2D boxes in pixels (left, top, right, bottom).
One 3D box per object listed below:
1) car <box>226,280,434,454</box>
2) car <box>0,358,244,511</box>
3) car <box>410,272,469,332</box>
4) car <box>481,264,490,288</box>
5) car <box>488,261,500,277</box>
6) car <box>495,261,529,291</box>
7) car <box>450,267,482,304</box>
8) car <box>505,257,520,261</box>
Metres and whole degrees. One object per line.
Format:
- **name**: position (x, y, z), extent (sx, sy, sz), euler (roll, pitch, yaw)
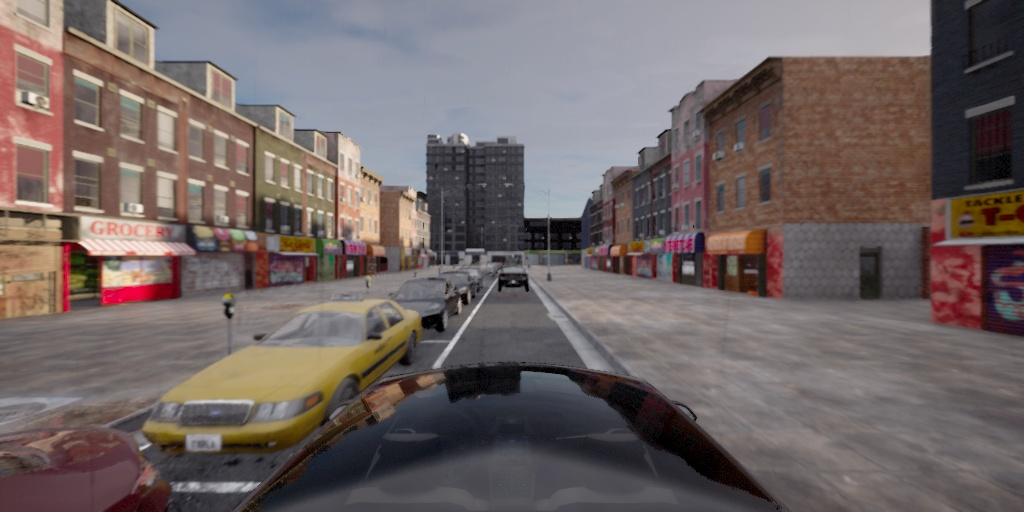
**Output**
- **car**: position (-2.640, 1.295, 5.479), extent (1.751, 1.417, 4.829), euler (0, 0, 0)
- **car**: position (-2.636, 1.324, 0.197), extent (1.802, 1.307, 4.207), euler (0, 0, 0)
- **car**: position (-2.644, 1.362, 11.101), extent (1.948, 1.339, 4.313), euler (0, 0, 0)
- **car**: position (-2.651, 1.402, 22.005), extent (2.007, 1.370, 4.403), euler (0, 0, 0)
- **car**: position (-2.662, 1.484, 38.361), extent (2.007, 1.370, 4.403), euler (0, 0, 0)
- **car**: position (0.088, 1.335, 23.169), extent (1.882, 1.535, 5.008), euler (0, 0, 0)
- **car**: position (-2.648, 1.390, 16.553), extent (1.948, 1.339, 4.313), euler (0, 0, 0)
- **car**: position (0.073, 1.180, 43.336), extent (2.150, 2.045, 5.566), euler (0, 0, 0)
